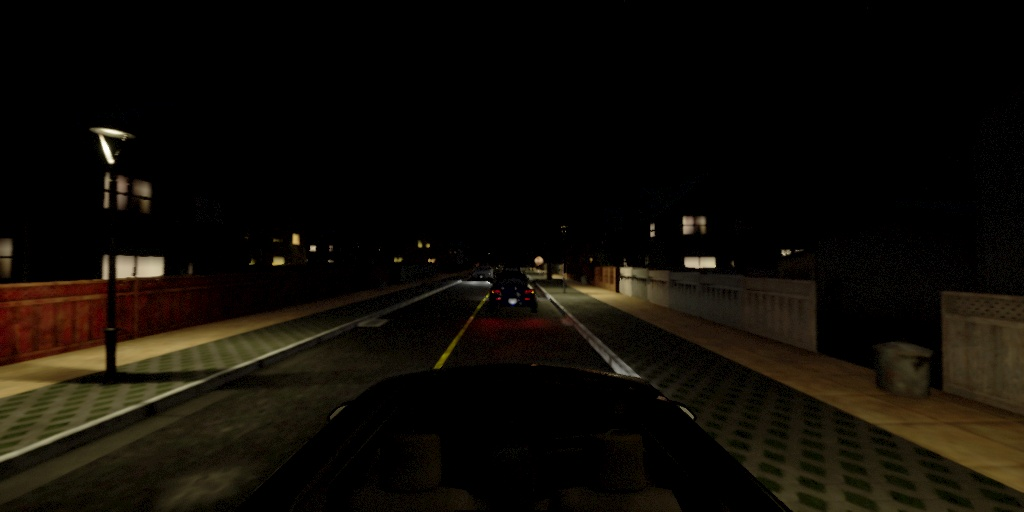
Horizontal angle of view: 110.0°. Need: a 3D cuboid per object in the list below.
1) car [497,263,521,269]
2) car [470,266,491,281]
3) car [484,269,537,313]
[{"bbox_3d":[0.032,1.563,28.690,2.128,1.511,4.902,0,-1,0],"label":"car"},{"bbox_3d":[-2.810,1.682,35.351,1.812,1.442,4.674,0,-1,0],"label":"car"},{"bbox_3d":[0.044,1.429,14.863,1.812,1.442,4.674,0,0,0],"label":"car"}]
